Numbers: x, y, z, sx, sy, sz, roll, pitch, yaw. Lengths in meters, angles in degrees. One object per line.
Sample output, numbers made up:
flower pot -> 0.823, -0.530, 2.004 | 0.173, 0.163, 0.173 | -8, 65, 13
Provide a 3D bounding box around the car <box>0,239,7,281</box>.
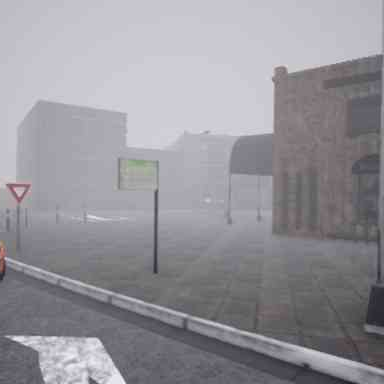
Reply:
car -> -6.673, 1.336, 8.721 | 4.553, 1.767, 2.097 | 0, 0, 42
